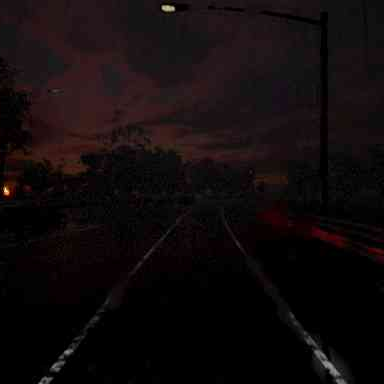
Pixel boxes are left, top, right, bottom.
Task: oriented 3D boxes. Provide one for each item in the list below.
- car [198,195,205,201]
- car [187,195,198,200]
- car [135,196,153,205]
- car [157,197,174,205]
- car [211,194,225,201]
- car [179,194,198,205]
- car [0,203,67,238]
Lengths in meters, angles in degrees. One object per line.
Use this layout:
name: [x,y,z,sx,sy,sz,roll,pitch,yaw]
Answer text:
car: [1.775,1.450,81.176,1.812,1.442,4.674,0,0,14]
car: [0.200,1.445,89.139,1.837,1.490,4.892,0,0,15]
car: [-7.879,1.373,54.992,1.837,1.490,4.892,0,0,12]
car: [-4.320,1.431,54.883,1.994,1.385,4.181,0,0,12]
car: [6.294,1.289,84.745,2.097,1.767,4.553,0,0,15]
car: [-0.766,1.374,54.796,1.837,1.490,4.892,0,0,12]
car: [-8.028,1.296,16.397,1.837,1.490,4.892,0,0,9]
